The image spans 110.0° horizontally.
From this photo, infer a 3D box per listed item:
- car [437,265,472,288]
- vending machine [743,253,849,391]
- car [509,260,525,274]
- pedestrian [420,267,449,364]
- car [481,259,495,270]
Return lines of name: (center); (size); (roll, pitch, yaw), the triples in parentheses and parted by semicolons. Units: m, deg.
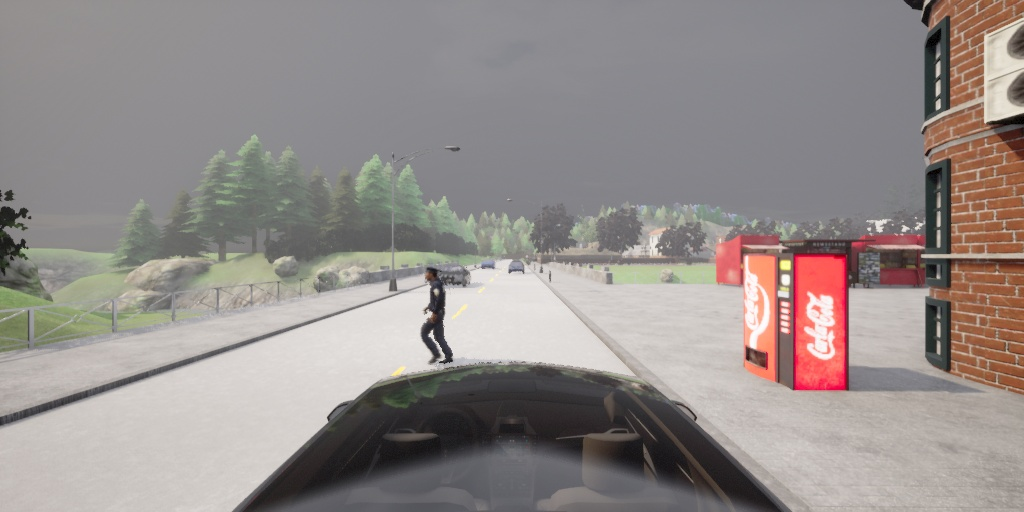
car: (-3.847, 1.313, 23.862); (1.994, 1.385, 4.181); (0, 0, 1)
vending machine: (4.343, 0.945, 5.582); (1.100, 2.100, 0.880); (0, 0, 1)
car: (0.560, 1.297, 42.084); (2.033, 1.411, 5.357); (0, 0, 2)
pedestrian: (-1.418, 1.044, 6.586); (0.375, 1.860, 0.375); (0, 0, 1)
car: (-3.487, 1.226, 52.943); (1.882, 1.535, 5.008); (0, 0, 1)
